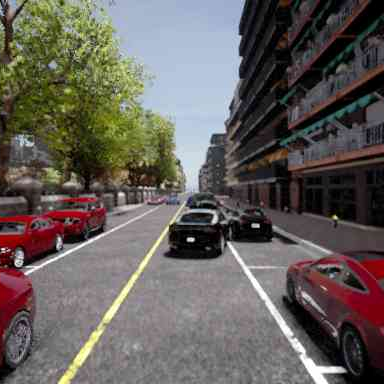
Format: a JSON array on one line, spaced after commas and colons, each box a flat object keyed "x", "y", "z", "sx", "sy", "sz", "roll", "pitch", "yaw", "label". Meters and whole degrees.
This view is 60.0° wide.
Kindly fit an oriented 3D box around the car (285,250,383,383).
[{"x": 2.707, "y": 1.552, "z": 5.093, "sx": 1.802, "sy": 1.307, "sz": 4.206, "roll": 0, "pitch": 0, "yaw": 0, "label": "car"}]

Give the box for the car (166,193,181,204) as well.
[{"x": -2.827, "y": 1.081, "z": 50.773, "sx": 2.097, "sy": 1.767, "sz": 4.553, "roll": 0, "pitch": 0, "yaw": 0, "label": "car"}]

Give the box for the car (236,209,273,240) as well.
[{"x": 2.745, "y": 1.473, "z": 16.355, "sx": 1.947, "sy": 1.339, "sz": 4.313, "roll": 0, "pitch": 0, "yaw": 0, "label": "car"}]

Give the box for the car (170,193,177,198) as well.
[{"x": -5.364, "y": 1.065, "z": 95.034, "sx": 1.752, "sy": 1.417, "sz": 4.829, "roll": 0, "pitch": 0, "yaw": 0, "label": "car"}]

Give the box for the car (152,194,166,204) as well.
[{"x": -5.499, "y": 1.147, "z": 55.791, "sx": 1.967, "sy": 1.590, "sz": 4.097, "roll": 0, "pitch": 0, "yaw": 0, "label": "car"}]

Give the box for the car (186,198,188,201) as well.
[{"x": 0.168, "y": 1.222, "z": 47.949, "sx": 1.882, "sy": 1.535, "sz": 5.008, "roll": 0, "pitch": 0, "yaw": 0, "label": "car"}]

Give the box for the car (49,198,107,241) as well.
[{"x": -5.634, "y": 1.220, "z": 16.382, "sx": 2.192, "sy": 1.841, "sz": 5.009, "roll": 0, "pitch": 0, "yaw": 0, "label": "car"}]

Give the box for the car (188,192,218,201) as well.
[{"x": 1.000, "y": 1.063, "z": 29.148, "sx": 2.150, "sy": 2.045, "sz": 5.566, "roll": 0, "pitch": 0, "yaw": 0, "label": "car"}]

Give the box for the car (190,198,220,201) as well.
[{"x": 0.980, "y": 1.375, "z": 23.119, "sx": 1.837, "sy": 1.490, "sz": 4.892, "roll": 0, "pitch": 0, "yaw": 0, "label": "car"}]

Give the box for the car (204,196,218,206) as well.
[{"x": 2.862, "y": 1.280, "z": 50.135, "sx": 1.887, "sy": 1.381, "sz": 4.507, "roll": 0, "pitch": 0, "yaw": 0, "label": "car"}]

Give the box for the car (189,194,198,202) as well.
[{"x": 0.235, "y": 1.189, "z": 68.040, "sx": 1.812, "sy": 1.442, "sz": 4.674, "roll": 0, "pitch": 0, "yaw": 0, "label": "car"}]

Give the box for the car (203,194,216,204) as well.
[{"x": 2.881, "y": 1.149, "z": 55.763, "sx": 1.967, "sy": 1.590, "sz": 4.097, "roll": 0, "pitch": 0, "yaw": 0, "label": "car"}]

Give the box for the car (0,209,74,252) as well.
[{"x": -5.654, "y": 1.481, "z": 10.751, "sx": 1.887, "sy": 1.381, "sz": 4.507, "roll": 0, "pitch": 0, "yaw": 0, "label": "car"}]

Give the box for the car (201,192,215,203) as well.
[{"x": 2.900, "y": 0.998, "z": 61.393, "sx": 2.192, "sy": 1.841, "sz": 5.009, "roll": 0, "pitch": 0, "yaw": 0, "label": "car"}]

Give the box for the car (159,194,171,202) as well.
[{"x": -5.460, "y": 1.206, "z": 67.053, "sx": 2.008, "sy": 1.369, "sz": 4.403, "roll": 0, "pitch": 0, "yaw": 0, "label": "car"}]

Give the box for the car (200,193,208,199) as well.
[{"x": 2.978, "y": 1.025, "z": 83.914, "sx": 1.967, "sy": 1.590, "sz": 4.097, "roll": 0, "pitch": 0, "yaw": 0, "label": "car"}]

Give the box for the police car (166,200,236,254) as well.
[{"x": 0.490, "y": 1.349, "z": 13.419, "sx": 1.930, "sy": 1.638, "sz": 5.238, "roll": 0, "pitch": 0, "yaw": 12, "label": "police car"}]

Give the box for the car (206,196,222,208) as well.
[{"x": 2.843, "y": 1.306, "z": 44.504, "sx": 1.887, "sy": 1.381, "sz": 4.507, "roll": 0, "pitch": 0, "yaw": 0, "label": "car"}]

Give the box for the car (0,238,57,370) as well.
[{"x": -3.088, "y": 1.507, "z": 2.938, "sx": 1.812, "sy": 1.442, "sz": 4.674, "roll": 0, "pitch": 0, "yaw": 0, "label": "car"}]

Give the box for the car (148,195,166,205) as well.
[{"x": -5.519, "y": 1.173, "z": 50.163, "sx": 1.967, "sy": 1.590, "sz": 4.097, "roll": 0, "pitch": 0, "yaw": 0, "label": "car"}]

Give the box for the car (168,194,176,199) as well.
[{"x": -5.382, "y": 1.111, "z": 89.574, "sx": 2.008, "sy": 1.369, "sz": 4.403, "roll": 0, "pitch": 0, "yaw": 0, "label": "car"}]

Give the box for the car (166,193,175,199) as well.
[{"x": -5.403, "y": 1.109, "z": 83.773, "sx": 1.752, "sy": 1.417, "sz": 4.829, "roll": 0, "pitch": 0, "yaw": 0, "label": "car"}]
